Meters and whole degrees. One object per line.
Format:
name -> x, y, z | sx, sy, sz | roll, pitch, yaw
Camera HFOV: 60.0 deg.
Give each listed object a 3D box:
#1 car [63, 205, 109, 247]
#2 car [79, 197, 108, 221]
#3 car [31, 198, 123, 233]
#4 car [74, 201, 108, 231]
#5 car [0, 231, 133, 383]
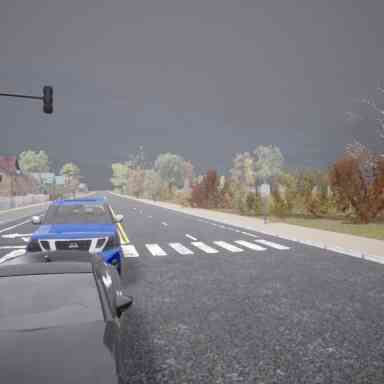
car -> -4.997, 1.499, 16.090 | 1.837, 1.490, 4.892 | 0, 0, -15
car -> -8.103, 1.338, 27.575 | 2.097, 1.767, 4.553 | 0, 0, -15
car -> -3.352, 1.218, 10.015 | 2.150, 2.045, 5.566 | 0, 0, -15
car -> -6.554, 1.468, 21.839 | 1.882, 1.535, 5.008 | 0, 0, -15
car -> -1.725, 1.524, 3.923 | 1.812, 1.442, 4.674 | 0, 0, -13
